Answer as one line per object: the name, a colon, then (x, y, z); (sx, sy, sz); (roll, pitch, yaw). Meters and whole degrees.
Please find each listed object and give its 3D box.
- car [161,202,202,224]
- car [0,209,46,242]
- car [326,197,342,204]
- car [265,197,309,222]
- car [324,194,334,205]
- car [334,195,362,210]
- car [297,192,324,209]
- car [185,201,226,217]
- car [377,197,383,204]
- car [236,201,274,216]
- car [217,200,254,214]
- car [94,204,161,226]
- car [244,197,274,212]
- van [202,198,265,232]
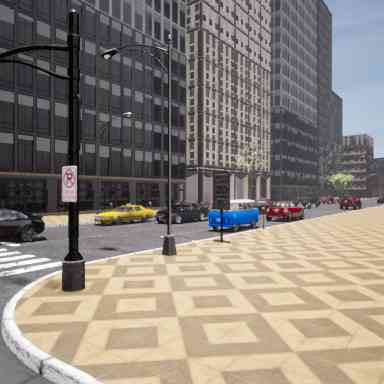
car: (-0.748, 1.524, 24.928); (1.837, 1.490, 4.892); (0, 0, 38)
car: (-8.912, 1.503, 14.385); (2.128, 1.511, 4.902); (0, 0, 38)
car: (28.607, 1.624, 66.918); (2.008, 1.369, 4.403); (0, 0, 38)
car: (7.610, 1.472, 26.888); (1.967, 1.590, 4.097); (0, 0, 38)
car: (25.204, 1.381, 62.518); (2.192, 1.841, 5.009); (0, 0, 38)
car: (21.225, 1.368, 44.493); (2.192, 1.841, 5.009); (0, 0, 38)
car: (16.177, 1.076, 46.651); (2.150, 2.045, 5.566); (0, 0, 38)
car: (1.377, 1.604, 31.710); (1.802, 1.307, 4.206); (0, 0, 38)
car: (38.243, 1.658, 66.497); (1.947, 1.339, 4.313); (0, 0, 38)
car: (6.627, 1.630, 34.457); (1.895, 1.301, 4.718); (0, 0, 38)
car: (4.781, 1.571, 36.111); (1.887, 1.381, 4.507); (0, 0, 38)
car: (-4.749, 1.540, 24.001); (1.752, 1.417, 4.829); (0, 0, 38)
car: (8.184, 1.471, 40.512); (1.967, 1.590, 4.097); (0, 0, 38)
van: (2.633, 1.368, 20.270); (1.690, 1.788, 3.998); (0, 0, 38)
